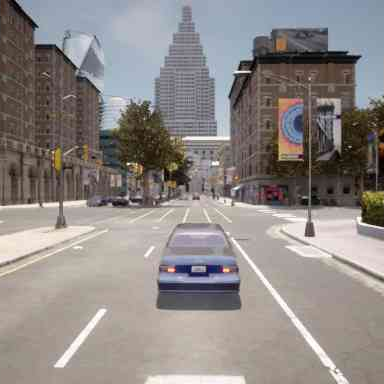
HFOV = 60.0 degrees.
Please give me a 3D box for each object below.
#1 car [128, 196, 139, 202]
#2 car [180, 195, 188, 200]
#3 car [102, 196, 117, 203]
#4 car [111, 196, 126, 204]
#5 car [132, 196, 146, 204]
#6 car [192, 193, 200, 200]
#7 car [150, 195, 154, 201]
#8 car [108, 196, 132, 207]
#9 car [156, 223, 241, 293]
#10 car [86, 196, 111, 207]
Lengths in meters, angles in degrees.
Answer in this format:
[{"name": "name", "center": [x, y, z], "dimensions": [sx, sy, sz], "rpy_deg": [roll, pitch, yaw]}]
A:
[{"name": "car", "center": [-13.979, 1.595, 79.663], "dimensions": [1.895, 1.301, 4.718], "rpy_deg": [0, 0, 1]}, {"name": "car", "center": [-2.342, 1.519, 90.138], "dimensions": [1.812, 1.442, 4.674], "rpy_deg": [0, 0, 1]}, {"name": "car", "center": [-17.357, 1.595, 69.885], "dimensions": [1.895, 1.301, 4.718], "rpy_deg": [0, 0, 1]}, {"name": "car", "center": [-14.206, 1.563, 64.526], "dimensions": [1.994, 1.385, 4.181], "rpy_deg": [0, 0, 1]}, {"name": "car", "center": [-10.687, 1.601, 65.760], "dimensions": [1.895, 1.301, 4.718], "rpy_deg": [0, 0, 1]}, {"name": "car", "center": [1.158, 1.350, 90.063], "dimensions": [2.097, 1.767, 4.553], "rpy_deg": [0, 0, 1]}, {"name": "car", "center": [-10.461, 1.478, 81.030], "dimensions": [1.882, 1.535, 5.008], "rpy_deg": [0, 0, 1]}, {"name": "car", "center": [-10.847, 1.601, 50.387], "dimensions": [1.895, 1.301, 4.718], "rpy_deg": [0, 0, -2]}, {"name": "car", "center": [0.176, 1.547, 8.984], "dimensions": [2.033, 1.411, 5.357], "rpy_deg": [0, 0, 1]}, {"name": "car", "center": [-14.451, 1.351, 50.667], "dimensions": [2.097, 1.767, 4.553], "rpy_deg": [0, 0, 1]}]
